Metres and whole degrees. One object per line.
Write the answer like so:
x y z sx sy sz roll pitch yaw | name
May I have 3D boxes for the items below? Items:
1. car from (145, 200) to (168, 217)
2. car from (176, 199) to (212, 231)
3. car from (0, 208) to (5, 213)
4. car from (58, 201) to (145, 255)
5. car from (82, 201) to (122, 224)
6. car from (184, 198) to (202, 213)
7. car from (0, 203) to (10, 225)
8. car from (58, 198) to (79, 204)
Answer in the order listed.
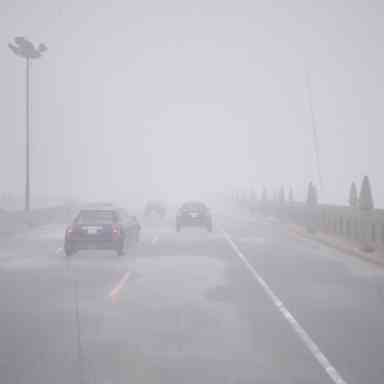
-3.389 1.569 31.654 1.837 1.490 4.892 0 0 0 | car
0.108 1.385 20.981 2.097 1.767 4.553 0 0 0 | car
-6.897 1.361 7.984 2.097 1.767 4.553 0 0 0 | car
-3.395 1.370 13.453 2.097 1.767 4.553 0 0 0 | car
-6.890 1.553 26.113 1.837 1.490 4.892 0 0 0 | car
0.104 1.564 38.799 1.882 1.535 5.008 0 0 0 | car
-14.084 1.541 21.602 1.837 1.490 4.892 0 0 0 | car
-17.500 1.611 47.438 2.128 1.511 4.902 0 0 0 | car
